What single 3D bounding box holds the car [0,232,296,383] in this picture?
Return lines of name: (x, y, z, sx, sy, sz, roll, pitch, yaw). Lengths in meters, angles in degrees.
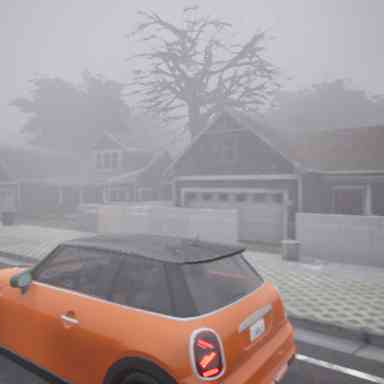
car: (-1.095, 1.339, 4.465, 4.553, 1.767, 2.097, 0, 0, 36)
